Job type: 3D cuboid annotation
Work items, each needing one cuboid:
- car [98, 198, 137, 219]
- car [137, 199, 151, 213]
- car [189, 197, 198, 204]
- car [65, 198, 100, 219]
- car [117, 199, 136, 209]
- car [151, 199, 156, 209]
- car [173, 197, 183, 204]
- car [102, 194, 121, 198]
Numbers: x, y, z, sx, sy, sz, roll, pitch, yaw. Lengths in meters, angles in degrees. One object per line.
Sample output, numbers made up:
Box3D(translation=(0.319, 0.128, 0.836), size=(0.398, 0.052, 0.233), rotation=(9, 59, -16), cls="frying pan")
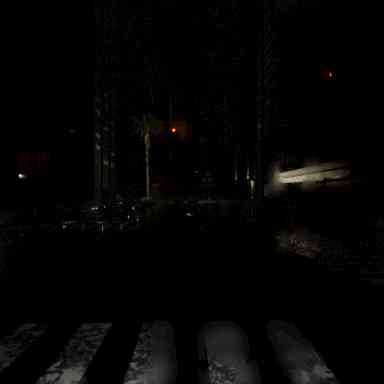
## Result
Box3D(translation=(-6.526, 1.543, 29.625), size=(1.882, 1.535, 5.008), rotation=(0, 0, 0), cls="car")
Box3D(translation=(-6.501, 1.587, 39.093), size=(2.128, 1.511, 4.902), rotation=(0, 0, 0), cls="car")
Box3D(translation=(0.280, 1.791, 69.850), size=(1.994, 1.385, 4.181), rotation=(0, 0, 0), cls="car")
Box3D(translation=(-9.772, 1.544, 29.892), size=(1.882, 1.535, 5.008), rotation=(0, 0, 0), cls="car")
Box3D(translation=(-9.710, 1.701, 49.799), size=(1.994, 1.385, 4.181), rotation=(0, 0, 0), cls="car")
Box3D(translation=(-6.467, 1.735, 48.982), size=(1.895, 1.301, 4.718), rotation=(0, 0, 1), cls="car")
Box3D(translation=(-2.970, 1.790, 69.833), size=(1.994, 1.385, 4.181), rotation=(0, 0, 0), cls="car")
Box3D(translation=(-9.753, 1.320, 39.838), size=(2.150, 2.045, 5.566), rotation=(0, 0, 0), cls="car")
